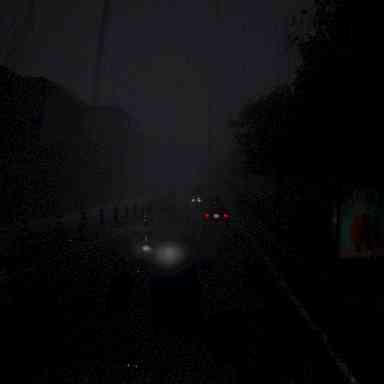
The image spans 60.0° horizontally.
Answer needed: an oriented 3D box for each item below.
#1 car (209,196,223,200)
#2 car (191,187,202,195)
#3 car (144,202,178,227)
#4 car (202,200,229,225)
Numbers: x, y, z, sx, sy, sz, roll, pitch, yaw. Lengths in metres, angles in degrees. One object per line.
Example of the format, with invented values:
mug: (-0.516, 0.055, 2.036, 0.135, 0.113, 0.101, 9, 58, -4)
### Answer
car: (3.048, 1.164, 42.933, 1.994, 1.385, 4.181, 0, 2, 4)
car: (0.946, -0.211, 64.380, 2.128, 1.511, 4.902, 0, 4, 5)
car: (-2.054, 1.515, 23.255, 1.837, 1.490, 4.892, 0, 0, 4)
car: (1.717, 1.574, 24.117, 2.033, 1.411, 5.357, 0, 0, 3)
